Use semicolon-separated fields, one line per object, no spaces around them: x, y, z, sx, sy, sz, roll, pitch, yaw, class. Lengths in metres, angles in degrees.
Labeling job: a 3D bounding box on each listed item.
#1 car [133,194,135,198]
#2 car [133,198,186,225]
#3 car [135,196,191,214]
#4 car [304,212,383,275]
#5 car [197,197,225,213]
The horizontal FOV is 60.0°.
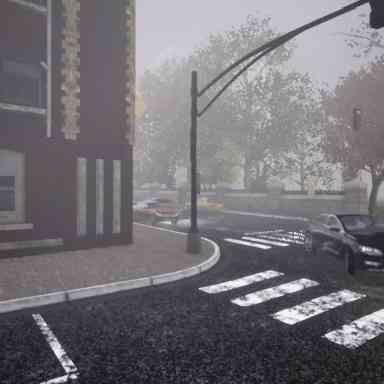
-8.651;0.864;43.897;2.008;1.369;4.403;1;0;-36;car
-2.474;1.257;21.042;1.802;1.307;4.206;2;0;-36;car
-2.269;1.152;25.158;1.812;1.442;4.674;0;1;-36;car
5.010;1.410;10.269;2.128;1.511;4.902;1;1;0;car
0.979;1.129;30.571;1.752;1.417;4.829;1;0;-36;car
